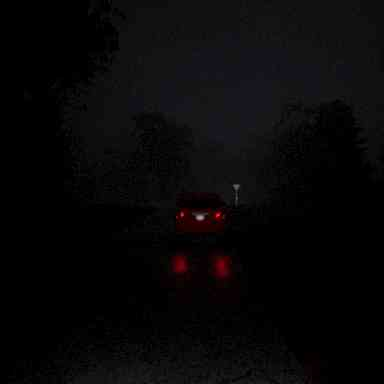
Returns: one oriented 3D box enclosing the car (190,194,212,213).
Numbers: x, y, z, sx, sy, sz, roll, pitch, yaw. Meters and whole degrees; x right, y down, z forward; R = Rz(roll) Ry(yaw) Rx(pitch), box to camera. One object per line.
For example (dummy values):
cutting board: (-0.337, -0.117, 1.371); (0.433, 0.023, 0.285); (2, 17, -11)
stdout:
car: (0.910, 1.005, 31.686); (1.882, 1.535, 5.008); (0, 1, 4)

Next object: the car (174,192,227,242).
car: (0.372, 1.020, 15.373); (2.150, 2.045, 5.566); (0, 1, 1)
